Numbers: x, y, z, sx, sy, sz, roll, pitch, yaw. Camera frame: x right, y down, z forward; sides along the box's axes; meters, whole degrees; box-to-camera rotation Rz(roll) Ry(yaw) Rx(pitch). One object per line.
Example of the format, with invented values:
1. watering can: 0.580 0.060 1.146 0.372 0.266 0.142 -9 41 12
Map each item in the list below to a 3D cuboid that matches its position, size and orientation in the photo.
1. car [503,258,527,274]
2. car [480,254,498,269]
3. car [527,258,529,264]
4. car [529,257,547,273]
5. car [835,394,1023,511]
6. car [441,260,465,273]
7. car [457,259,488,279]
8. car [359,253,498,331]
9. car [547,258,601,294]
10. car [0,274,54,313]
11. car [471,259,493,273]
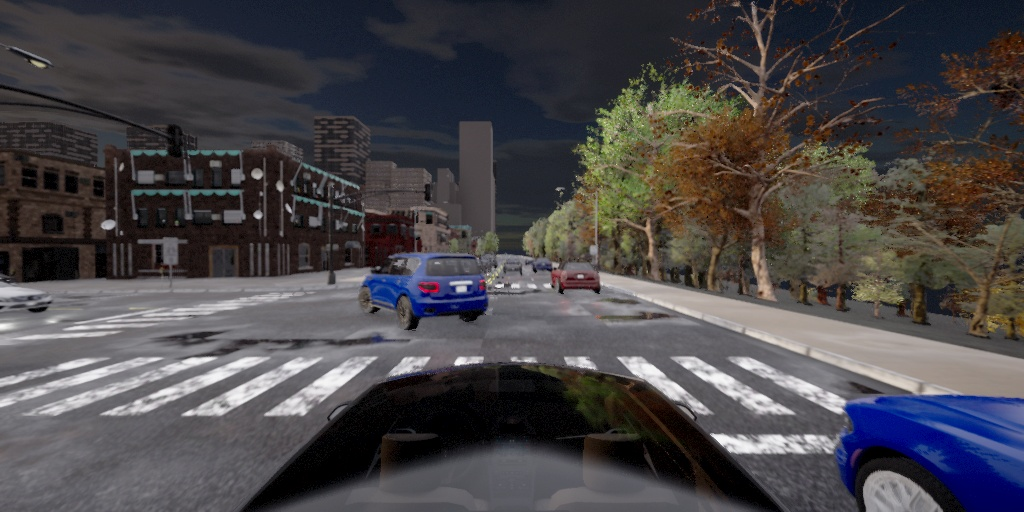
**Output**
1. car: 0.092 1.060 36.954 2.128 1.511 4.902 0 0 0
2. car: -3.263 0.712 51.847 2.150 2.045 5.566 0 0 0
3. car: 3.270 1.026 64.089 1.895 1.301 4.718 0 0 1
4. car: 3.342 0.902 40.478 2.097 1.767 4.553 0 0 0
5. car: 3.353 1.233 0.595 1.882 1.535 5.008 0 0 0
6. car: -6.554 1.152 40.297 1.895 1.301 4.718 0 0 -1
7. car: -3.333 1.090 31.268 2.128 1.511 4.902 0 0 1
8. car: -2.955 0.924 11.249 2.150 2.045 5.566 0 0 -38
9. car: 3.345 1.012 19.646 2.097 1.767 4.553 0 0 0
10. car: -19.371 1.438 12.660 4.674 1.442 1.812 -1 1 -1
11. car: -3.321 1.094 41.137 2.033 1.411 5.357 0 0 0
